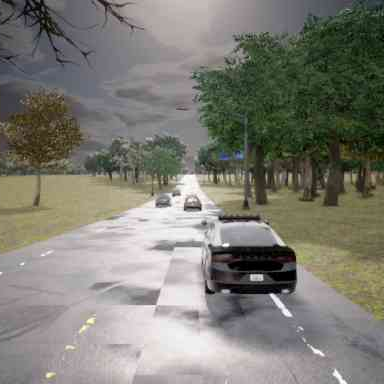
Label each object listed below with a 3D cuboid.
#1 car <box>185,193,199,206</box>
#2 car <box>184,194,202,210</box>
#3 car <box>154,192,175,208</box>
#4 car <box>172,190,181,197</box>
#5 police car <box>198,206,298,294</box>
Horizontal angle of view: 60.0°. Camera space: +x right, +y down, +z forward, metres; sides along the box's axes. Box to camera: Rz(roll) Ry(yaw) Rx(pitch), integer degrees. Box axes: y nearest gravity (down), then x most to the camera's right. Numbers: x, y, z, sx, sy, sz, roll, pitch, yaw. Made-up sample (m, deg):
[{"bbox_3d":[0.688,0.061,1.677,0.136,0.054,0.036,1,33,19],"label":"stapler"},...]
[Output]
[{"bbox_3d":[0.034,0.990,46.989,1.882,1.535,5.008,0,1,1],"label":"car"},{"bbox_3d":[0.077,1.265,37.031,1.994,1.385,4.181,0,1,0],"label":"car"},{"bbox_3d":[-3.591,1.116,41.974,1.837,1.490,4.892,0,1,0],"label":"car"},{"bbox_3d":[-3.487,0.228,76.260,1.837,1.490,4.892,0,2,0],"label":"car"},{"bbox_3d":[1.226,1.411,8.878,1.930,1.638,5.238,0,0,0],"label":"police car"}]
